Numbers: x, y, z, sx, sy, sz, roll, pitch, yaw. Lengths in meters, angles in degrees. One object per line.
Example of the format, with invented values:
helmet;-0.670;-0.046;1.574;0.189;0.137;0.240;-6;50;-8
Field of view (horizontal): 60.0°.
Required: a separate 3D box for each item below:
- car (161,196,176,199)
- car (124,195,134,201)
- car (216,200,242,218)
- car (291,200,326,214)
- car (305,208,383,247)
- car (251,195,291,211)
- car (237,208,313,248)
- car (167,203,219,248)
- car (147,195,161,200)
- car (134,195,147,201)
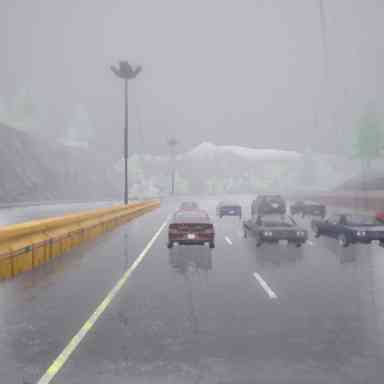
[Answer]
car;-4.823;1.529;78.488;2.033;1.411;5.357;0;0;16
car;-14.852;1.450;81.593;1.882;1.535;5.008;0;0;16
car;3.256;1.482;29.759;1.882;1.535;5.008;0;0;-1
car;10.256;1.482;29.848;1.882;1.535;5.008;0;0;-1
car;6.946;1.614;14.835;1.895;1.301;4.718;0;0;-1
car;6.756;1.255;29.834;2.150;2.045;5.566;0;0;-1
car;3.446;1.613;14.790;1.895;1.301;4.718;0;0;-1
car;-0.054;1.482;14.716;1.882;1.535;5.008;0;0;-1
car;-8.166;1.523;79.523;2.033;1.411;5.357;0;0;16
car;-11.509;1.503;80.558;2.128;1.511;4.902;0;0;16
